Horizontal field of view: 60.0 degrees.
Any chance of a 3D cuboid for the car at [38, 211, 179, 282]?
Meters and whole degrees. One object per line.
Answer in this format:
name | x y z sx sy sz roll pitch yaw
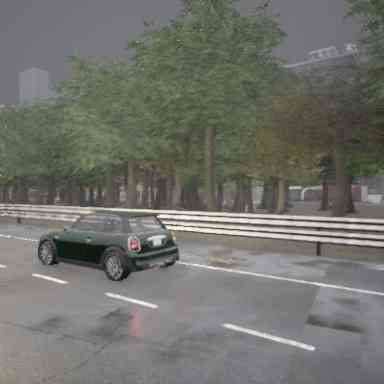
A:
car | -2.650 1.359 10.061 4.553 1.767 2.097 0 0 36
